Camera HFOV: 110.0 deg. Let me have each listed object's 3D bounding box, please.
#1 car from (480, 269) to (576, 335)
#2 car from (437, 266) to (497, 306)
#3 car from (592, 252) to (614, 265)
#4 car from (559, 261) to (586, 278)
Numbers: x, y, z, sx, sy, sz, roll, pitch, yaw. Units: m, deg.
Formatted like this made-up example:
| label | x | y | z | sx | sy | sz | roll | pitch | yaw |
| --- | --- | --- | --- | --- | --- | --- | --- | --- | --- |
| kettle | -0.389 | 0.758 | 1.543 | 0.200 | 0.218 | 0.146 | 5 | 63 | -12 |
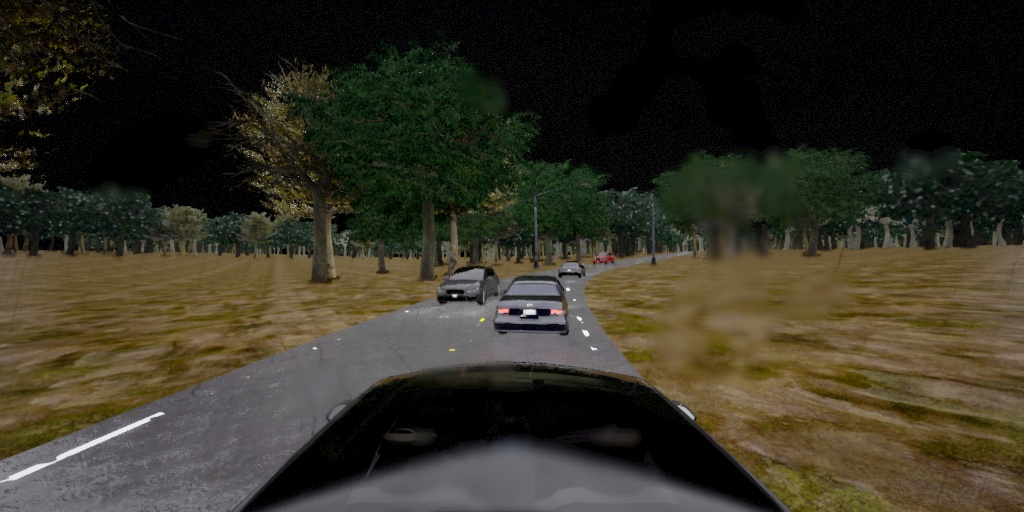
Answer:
| label | x | y | z | sx | sy | sz | roll | pitch | yaw |
| --- | --- | --- | --- | --- | --- | --- | --- | --- | --- |
| car | 0.701 | 1.279 | 10.437 | 2.033 | 1.411 | 5.357 | 0 | 0 | 7 |
| car | -1.748 | 1.217 | 15.786 | 1.837 | 1.490 | 4.892 | 0 | 0 | 9 |
| car | 14.853 | 0.368 | 58.001 | 2.150 | 2.045 | 5.566 | -1 | 1 | 33 |
| car | 5.308 | 1.123 | 31.331 | 1.994 | 1.385 | 4.181 | 0 | 1 | 18 |
